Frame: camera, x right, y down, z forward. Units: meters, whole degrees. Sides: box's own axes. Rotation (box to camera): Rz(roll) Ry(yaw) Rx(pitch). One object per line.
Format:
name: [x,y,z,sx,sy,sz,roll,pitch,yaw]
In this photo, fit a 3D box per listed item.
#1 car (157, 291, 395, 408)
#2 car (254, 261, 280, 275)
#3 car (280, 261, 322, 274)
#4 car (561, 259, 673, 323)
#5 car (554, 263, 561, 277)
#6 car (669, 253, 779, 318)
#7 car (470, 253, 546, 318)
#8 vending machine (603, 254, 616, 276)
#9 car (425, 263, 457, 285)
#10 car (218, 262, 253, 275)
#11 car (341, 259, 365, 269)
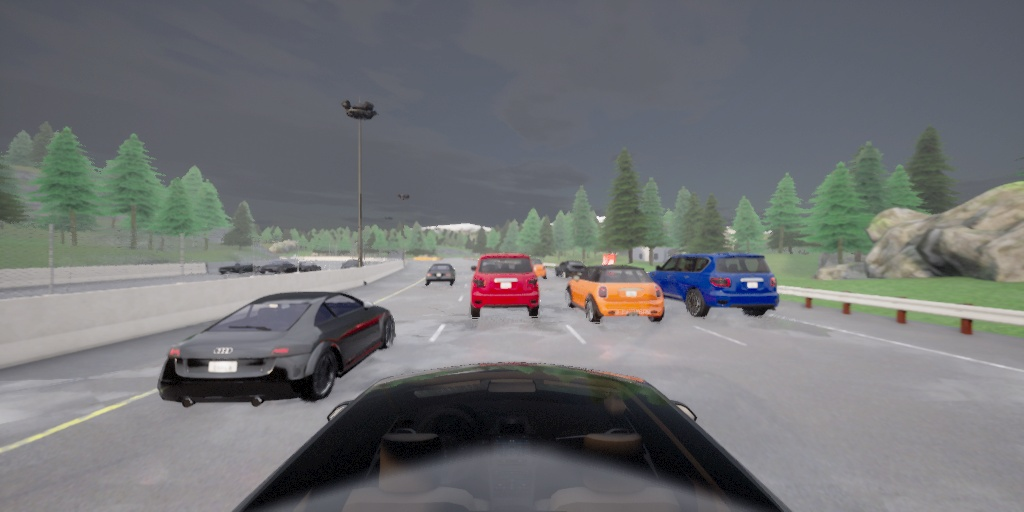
car: [-3.562,1.304,6.358,1.994,1.385,4.181,0,0,-1]
car: [-24.862,1.213,38.286,2.033,1.411,5.357,0,0,-10]
car: [-20.683,1.268,35.592,1.895,1.301,4.718,0,0,-9]
car: [3.206,1.056,12.071,2.097,1.767,4.553,0,0,-3]
car: [4.944,1.136,30.608,1.837,1.490,4.892,0,0,-8]
car: [6.698,0.915,12.887,2.150,2.045,5.566,0,0,-3]
car: [-0.320,0.929,13.004,2.150,2.045,5.566,0,0,-3]
vending machine: [9.399,0.802,34.607,1.100,2.100,0.880,0,0,-9]
car: [-4.881,1.221,24.952,2.033,1.411,5.357,0,0,-7]
car: [-28.339,1.277,37.412,1.895,1.301,4.718,0,0,-11]
car: [-18.571,1.141,42.050,1.837,1.490,4.892,0,1,-11]
